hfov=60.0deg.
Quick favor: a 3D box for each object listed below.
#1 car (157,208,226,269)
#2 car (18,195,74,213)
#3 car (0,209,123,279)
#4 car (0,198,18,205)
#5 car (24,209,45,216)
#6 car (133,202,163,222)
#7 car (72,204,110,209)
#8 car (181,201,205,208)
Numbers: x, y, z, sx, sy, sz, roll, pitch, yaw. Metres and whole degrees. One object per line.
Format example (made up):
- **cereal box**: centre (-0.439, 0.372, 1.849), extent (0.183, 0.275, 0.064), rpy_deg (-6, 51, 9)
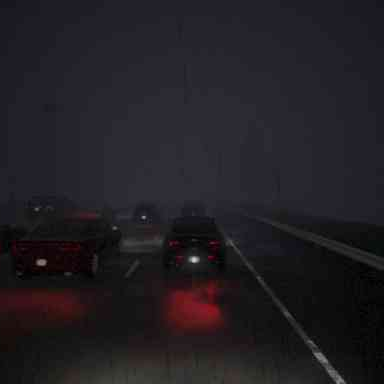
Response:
- **car**: centre (0.071, 1.512, 11.186), extent (1.837, 1.490, 4.892), rpy_deg (0, 0, 0)
- **car**: centre (-10.432, 1.236, 25.085), extent (2.150, 2.045, 5.566), rpy_deg (0, 0, 1)
- **car**: centre (-3.434, 1.483, 10.104), extent (1.882, 1.535, 5.008), rpy_deg (0, 0, 0)
- **car**: centre (-24.851, 1.513, 45.155), extent (2.128, 1.511, 4.902), rpy_deg (0, 0, -3)
- **car**: centre (-6.931, 1.495, 10.548), extent (2.128, 1.511, 4.902), rpy_deg (0, 0, 0)
- **car**: centre (-3.427, 1.520, 26.167), extent (1.837, 1.490, 4.892), rpy_deg (0, 0, 0)
- **car**: centre (-6.935, 1.613, 24.654), extent (1.895, 1.301, 4.718), rpy_deg (0, 0, 0)
- **car**: centre (0.083, 1.492, 28.120), extent (1.882, 1.535, 5.008), rpy_deg (0, 0, 0)
